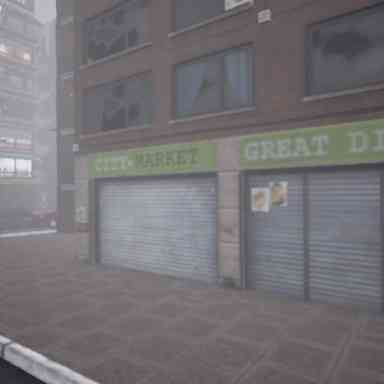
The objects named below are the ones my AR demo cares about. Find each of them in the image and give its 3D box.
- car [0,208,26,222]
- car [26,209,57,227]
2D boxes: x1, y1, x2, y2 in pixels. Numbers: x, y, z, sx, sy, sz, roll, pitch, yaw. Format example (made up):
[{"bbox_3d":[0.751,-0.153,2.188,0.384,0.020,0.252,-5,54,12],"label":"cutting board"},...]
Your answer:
[{"bbox_3d":[-17.510,2.208,32.043,1.802,1.307,4.206,-2,-2,35],"label":"car"},{"bbox_3d":[-10.682,2.084,27.244,1.887,1.381,4.507,-2,-2,35],"label":"car"}]
